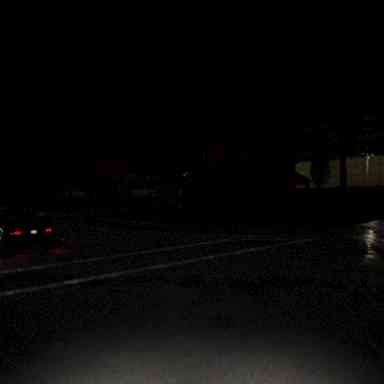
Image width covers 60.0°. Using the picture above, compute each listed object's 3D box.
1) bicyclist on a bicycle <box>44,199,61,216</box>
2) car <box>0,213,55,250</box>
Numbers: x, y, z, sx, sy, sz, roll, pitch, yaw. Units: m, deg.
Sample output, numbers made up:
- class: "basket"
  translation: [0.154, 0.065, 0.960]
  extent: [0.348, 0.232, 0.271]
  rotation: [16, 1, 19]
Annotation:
- class: "bicyclist on a bicycle"
  translation: [-13.495, 1.463, 32.205]
  extent: [1.656, 1.620, 0.582]
  rotation: [-1, 0, -40]
- class: "car"
  translation: [-8.106, 1.702, 15.466]
  extent: [2.033, 1.411, 5.357]
  rotation: [-1, 0, -41]
